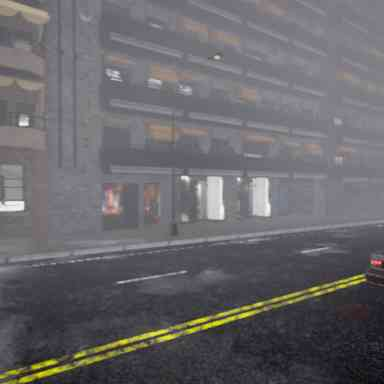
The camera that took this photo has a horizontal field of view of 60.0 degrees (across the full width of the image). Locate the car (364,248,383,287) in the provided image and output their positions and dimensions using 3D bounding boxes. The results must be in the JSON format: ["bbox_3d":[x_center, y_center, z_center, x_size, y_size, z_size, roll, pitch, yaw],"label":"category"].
[{"bbox_3d":[6.273,1.564,7.967,5.357,1.411,2.033,0,0,-35],"label":"car"}]
